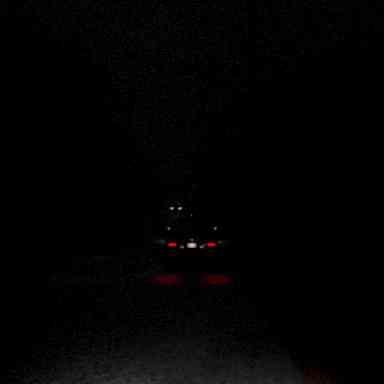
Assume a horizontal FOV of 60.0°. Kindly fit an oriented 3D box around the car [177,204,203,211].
[{"bbox_3d":[-0.037,1.893,28.271,1.895,1.301,4.718,0,-1,0],"label":"car"}]

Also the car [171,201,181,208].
[{"bbox_3d":[-3.058,2.398,65.051,1.812,1.442,4.674,0,-1,0],"label":"car"}]

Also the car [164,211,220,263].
[{"bbox_3d":[0.000,1.678,12.528,2.033,1.411,5.357,0,-1,0],"label":"car"}]
